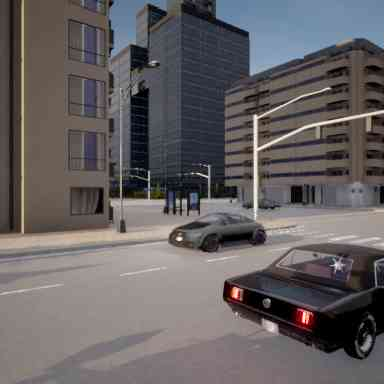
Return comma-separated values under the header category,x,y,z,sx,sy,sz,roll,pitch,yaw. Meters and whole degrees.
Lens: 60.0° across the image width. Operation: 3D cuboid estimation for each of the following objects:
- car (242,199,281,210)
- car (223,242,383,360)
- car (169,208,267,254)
category,x,y,z,sx,sy,sz,roll,pitch,yaw
car,8.980,1.603,43.419,2.033,1.411,5.357,0,0,-38
car,2.892,1.601,5.985,4.718,1.301,1.895,0,0,-36
car,1.125,1.564,13.623,4.181,1.385,1.994,0,0,-37
